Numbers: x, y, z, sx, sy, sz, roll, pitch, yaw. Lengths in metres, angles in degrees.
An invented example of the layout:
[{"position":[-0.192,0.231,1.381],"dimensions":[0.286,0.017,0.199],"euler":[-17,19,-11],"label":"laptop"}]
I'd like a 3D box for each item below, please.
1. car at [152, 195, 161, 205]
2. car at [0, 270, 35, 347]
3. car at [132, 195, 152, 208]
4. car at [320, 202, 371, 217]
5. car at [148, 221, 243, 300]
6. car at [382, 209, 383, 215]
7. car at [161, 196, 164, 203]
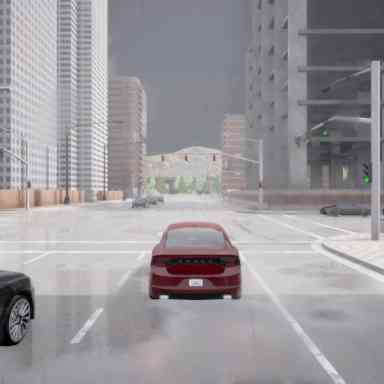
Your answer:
[{"position":[-7.094,1.352,56.792],"dimensions":[2.097,1.767,4.553],"euler":[0,0,1],"label":"car"},{"position":[-3.449,1.492,3.442],"dimensions":[2.128,1.511,4.902],"euler":[0,0,0],"label":"car"},{"position":[-7.248,1.505,46.959],"dimensions":[1.837,1.490,4.892],"euler":[0,0,1],"label":"car"},{"position":[13.921,1.563,30.275],"dimensions":[4.181,1.385,1.994],"euler":[0,0,0],"label":"car"},{"position":[0.064,1.478,8.447],"dimensions":[1.882,1.535,5.008],"euler":[0,0,0],"label":"car"},{"position":[18.473,1.221,26.747],"dimensions":[5.566,2.045,2.150],"euler":[0,0,0],"label":"car"},{"position":[-6.829,1.547,69.242],"dimensions":[2.033,1.411,5.357],"euler":[0,0,1],"label":"car"}]
